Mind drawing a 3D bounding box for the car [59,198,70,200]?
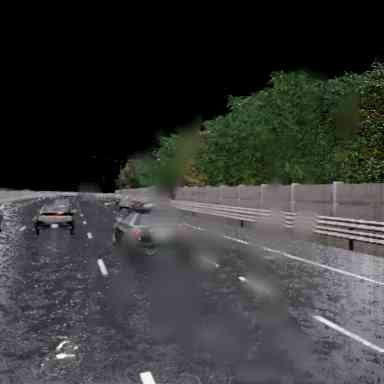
[{"bbox_3d":[-13.395,1.345,34.872,1.994,1.385,4.181,2,0,-20],"label":"car"}]

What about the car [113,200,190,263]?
[{"bbox_3d":[-1.681,1.391,12.435,2.097,1.767,4.553,2,0,-20],"label":"car"}]

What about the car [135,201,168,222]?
[{"bbox_3d":[-3.548,1.591,28.191,1.812,1.442,4.674,2,0,-19],"label":"car"}]

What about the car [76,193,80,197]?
[{"bbox_3d":[-29.935,1.080,90.736,1.812,1.442,4.674,2,-1,-20],"label":"car"}]

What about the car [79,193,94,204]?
[{"bbox_3d":[-17.713,1.217,56.865,2.033,1.411,5.357,2,0,-20],"label":"car"}]

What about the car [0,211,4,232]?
[{"bbox_3d":[-10.110,1.303,15.462,1.837,1.490,4.892,2,-1,-20],"label":"car"}]

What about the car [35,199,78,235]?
[{"bbox_3d":[-7.346,1.390,18.110,2.128,1.511,4.902,2,0,-20],"label":"car"}]
